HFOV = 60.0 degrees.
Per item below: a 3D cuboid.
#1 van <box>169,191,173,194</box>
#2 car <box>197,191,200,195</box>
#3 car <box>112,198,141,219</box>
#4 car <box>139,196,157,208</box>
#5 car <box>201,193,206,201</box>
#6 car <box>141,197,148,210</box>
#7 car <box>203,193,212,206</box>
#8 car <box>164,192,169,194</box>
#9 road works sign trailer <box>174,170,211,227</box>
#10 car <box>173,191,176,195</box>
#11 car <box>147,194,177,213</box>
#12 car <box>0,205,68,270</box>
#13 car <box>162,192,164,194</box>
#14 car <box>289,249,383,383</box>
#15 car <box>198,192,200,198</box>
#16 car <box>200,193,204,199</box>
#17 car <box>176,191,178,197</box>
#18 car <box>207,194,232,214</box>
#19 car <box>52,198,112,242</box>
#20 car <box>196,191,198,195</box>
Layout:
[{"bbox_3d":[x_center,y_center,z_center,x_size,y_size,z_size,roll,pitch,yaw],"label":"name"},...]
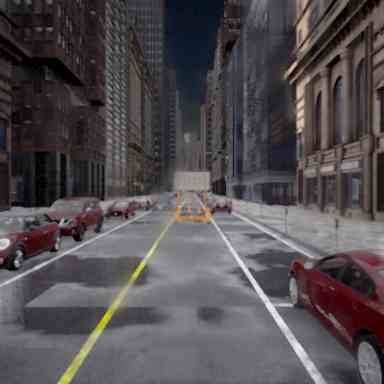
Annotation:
[{"bbox_3d":[-5.712,0.956,72.138,1.690,1.788,3.998,0,0,0],"label":"van"},{"bbox_3d":[2.816,1.025,77.744,1.967,1.590,4.097,0,0,0],"label":"car"},{"bbox_3d":[-5.742,1.396,27.325,1.887,1.381,4.507,0,0,0],"label":"car"},{"bbox_3d":[-5.731,1.289,43.959,1.752,1.417,4.829,0,0,0],"label":"car"},{"bbox_3d":[2.798,1.277,49.734,1.887,1.381,4.507,0,0,0],"label":"car"},{"bbox_3d":[-5.735,1.374,38.528,1.802,1.307,4.206,0,0,0],"label":"car"},{"bbox_3d":[2.795,1.287,44.302,1.752,1.417,4.829,0,0,0],"label":"car"},{"bbox_3d":[-5.720,1.218,60.935,1.887,1.381,4.507,0,0,0],"label":"car"},{"bbox_3d":[0.014,0.346,21.604,2.380,3.560,2.880,0,0,0],"label":"road works sign trailer"},{"bbox_3d":[-5.705,0.996,83.341,1.967,1.590,4.097,0,0,0],"label":"car"},{"bbox_3d":[-3.073,1.303,34.888,2.128,1.511,4.902,0,0,0],"label":"car"},{"bbox_3d":[-5.752,1.382,10.519,1.967,1.590,4.097,0,0,0],"label":"car"},{"bbox_3d":[-5.727,1.173,49.731,1.967,1.590,4.097,0,0,0],"label":"car"},{"bbox_3d":[2.769,1.517,4.918,1.887,1.381,4.507,0,0,0],"label":"car"},{"bbox_3d":[2.812,1.159,72.143,1.887,1.381,4.507,0,0,0],"label":"car"},{"bbox_3d":[2.802,1.248,55.336,1.887,1.381,4.507,0,0,0],"label":"car"},{"bbox_3d":[-5.698,0.937,94.544,1.967,1.590,4.097,0,0,0],"label":"car"},{"bbox_3d":[2.788,1.262,32.927,1.967,1.590,4.097,0,0,0],"label":"car"},{"bbox_3d":[-5.748,1.227,16.120,2.192,1.841,5.009,0,0,0],"label":"car"},{"bbox_3d":[2.827,1.042,94.551,1.887,1.381,4.507,0,0,0],"label":"car"}]
